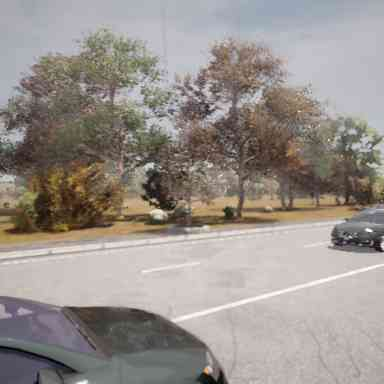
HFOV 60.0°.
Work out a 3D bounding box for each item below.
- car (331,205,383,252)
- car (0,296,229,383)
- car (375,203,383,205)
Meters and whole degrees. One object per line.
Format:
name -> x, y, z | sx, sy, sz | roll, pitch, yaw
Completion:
car -> 7.731, 1.475, 13.798 | 4.892, 1.490, 1.837 | 0, 0, -35
car -> -1.707, 1.564, 2.531 | 4.181, 1.385, 1.994 | 0, 0, -35
car -> 12.753, 1.443, 21.674 | 4.902, 1.511, 2.128 | 0, 0, -35
